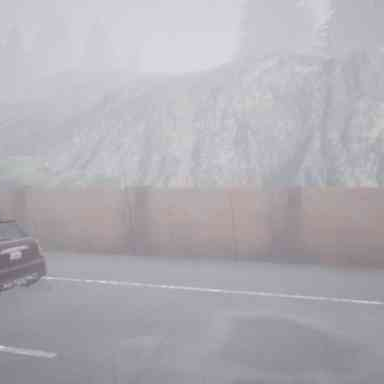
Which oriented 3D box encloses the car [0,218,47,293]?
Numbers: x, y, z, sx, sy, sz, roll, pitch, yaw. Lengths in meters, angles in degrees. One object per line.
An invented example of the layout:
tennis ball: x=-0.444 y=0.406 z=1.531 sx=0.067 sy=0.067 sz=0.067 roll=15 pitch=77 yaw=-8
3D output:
car: x=-5.690 y=1.330 z=7.398 sx=4.553 sy=1.767 sz=2.097 roll=0 pitch=0 yaw=14
